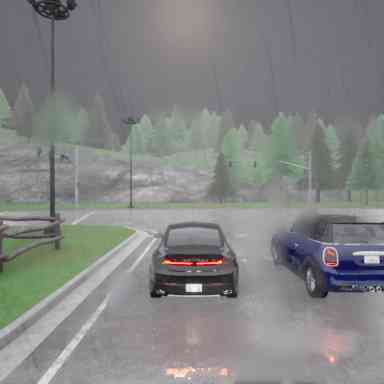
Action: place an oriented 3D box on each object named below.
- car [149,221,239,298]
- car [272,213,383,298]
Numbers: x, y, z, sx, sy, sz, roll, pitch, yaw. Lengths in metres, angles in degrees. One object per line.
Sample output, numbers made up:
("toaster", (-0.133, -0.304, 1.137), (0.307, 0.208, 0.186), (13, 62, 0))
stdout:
("car", (0.051, 1.505, 8.502), (1.837, 1.490, 4.892), (0, 0, 0))
("car", (3.552, 1.352, 8.667), (2.097, 1.767, 4.553), (0, 0, 0))
